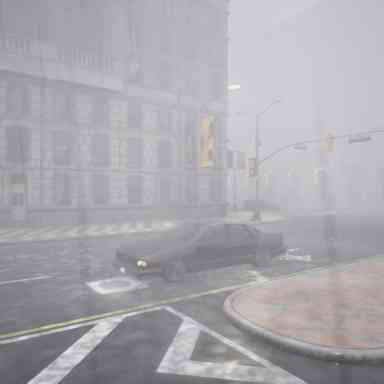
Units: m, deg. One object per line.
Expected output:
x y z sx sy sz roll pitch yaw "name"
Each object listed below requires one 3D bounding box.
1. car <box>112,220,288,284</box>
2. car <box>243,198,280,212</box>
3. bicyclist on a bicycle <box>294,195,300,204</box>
0.481 1.547 9.747 5.357 1.411 2.033 0 0 -34 "car"
8.269 1.492 39.632 2.128 1.511 4.902 0 0 -35 "car"
17.991 1.300 57.149 1.656 1.620 0.582 0 0 -35 "bicyclist on a bicycle"
